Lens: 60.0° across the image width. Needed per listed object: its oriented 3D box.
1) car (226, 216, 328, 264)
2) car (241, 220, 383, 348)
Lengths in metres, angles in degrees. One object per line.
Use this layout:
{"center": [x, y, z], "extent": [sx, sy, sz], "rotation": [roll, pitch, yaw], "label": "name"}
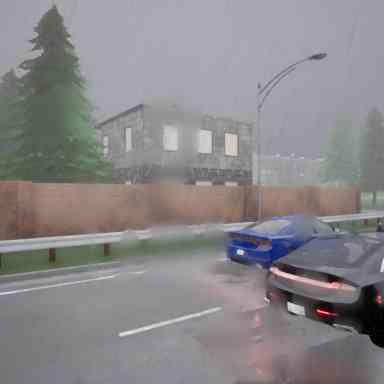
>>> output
{"center": [3.324, 1.478, 10.436], "extent": [5.008, 1.535, 1.882], "rotation": [0, 0, -36], "label": "car"}
{"center": [3.495, 1.492, 6.260], "extent": [4.902, 1.511, 2.128], "rotation": [0, 0, -35], "label": "car"}
